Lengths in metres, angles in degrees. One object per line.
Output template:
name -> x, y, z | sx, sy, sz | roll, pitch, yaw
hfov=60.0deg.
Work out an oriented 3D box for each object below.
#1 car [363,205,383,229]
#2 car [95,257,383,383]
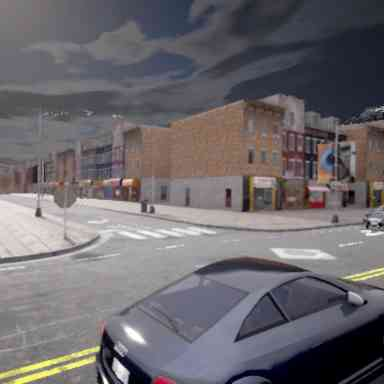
car -> 12.497, 1.533, 20.575 | 4.902, 1.511, 2.128 | 0, 0, -35
car -> 0.992, 1.548, 4.137 | 4.181, 1.385, 1.994 | -1, 1, -35
